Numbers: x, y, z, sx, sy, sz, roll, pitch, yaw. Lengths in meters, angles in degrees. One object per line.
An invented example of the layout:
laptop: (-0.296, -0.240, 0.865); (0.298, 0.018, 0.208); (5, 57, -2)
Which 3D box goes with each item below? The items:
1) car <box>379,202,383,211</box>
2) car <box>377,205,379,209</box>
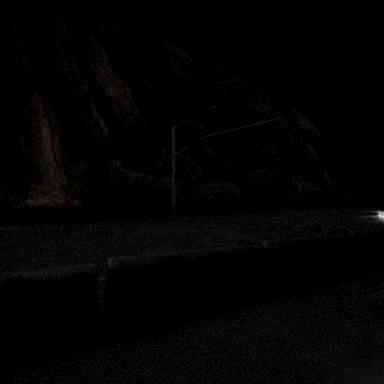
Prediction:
car: (19.864, 1.487, 31.222); (4.181, 1.385, 1.994); (0, 0, -36)
car: (23.370, 1.440, 38.069); (5.357, 1.411, 2.033); (0, 0, -36)
